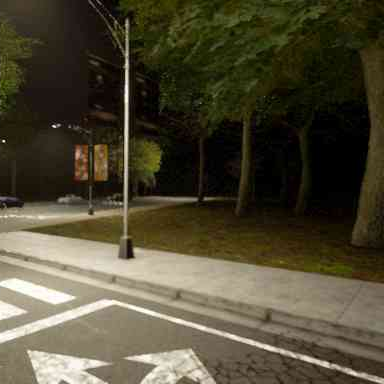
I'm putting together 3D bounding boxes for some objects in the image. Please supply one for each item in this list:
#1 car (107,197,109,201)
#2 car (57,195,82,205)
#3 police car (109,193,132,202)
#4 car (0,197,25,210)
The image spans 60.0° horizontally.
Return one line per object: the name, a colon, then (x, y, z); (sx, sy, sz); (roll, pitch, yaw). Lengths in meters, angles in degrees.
car: (-14.845, 1.046, 64.749); (1.812, 1.442, 4.674); (1, 0, 13)
car: (-18.194, 1.120, 49.614); (1.812, 1.442, 4.674); (1, 0, 13)
police car: (-12.476, 1.000, 60.271); (1.930, 1.638, 5.238); (1, 0, 12)
car: (-20.880, 1.220, 37.289); (1.994, 1.385, 4.181); (1, 0, 13)
